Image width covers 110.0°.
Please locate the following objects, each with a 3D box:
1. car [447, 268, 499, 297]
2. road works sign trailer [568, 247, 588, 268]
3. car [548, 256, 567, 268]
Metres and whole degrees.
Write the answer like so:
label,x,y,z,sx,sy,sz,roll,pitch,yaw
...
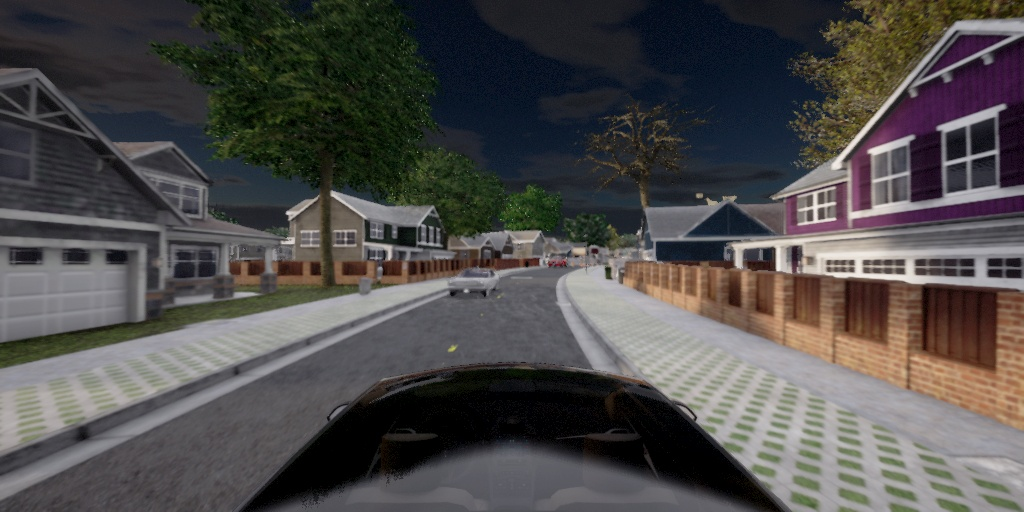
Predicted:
label,x,y,z,sx,sy,sz,roll,pitch,yaw
car,-1.884,1.304,18.635,1.895,1.301,4.718,0,0,6
road works sign trailer,11.825,0.217,63.434,2.380,3.560,2.880,0,0,23
car,7.650,0.972,59.957,2.150,2.045,5.566,0,0,20
